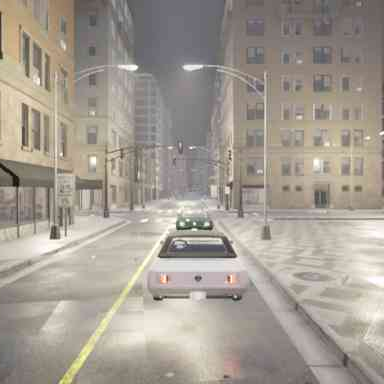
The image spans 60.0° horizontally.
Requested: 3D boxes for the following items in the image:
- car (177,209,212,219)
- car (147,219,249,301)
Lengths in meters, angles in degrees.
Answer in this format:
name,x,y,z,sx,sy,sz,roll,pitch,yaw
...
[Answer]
name,x,y,z,sx,sy,sz,roll,pitch,yaw
car,0.125,1.597,18.514,1.895,1.301,4.718,0,0,0
car,0.111,1.600,8.279,1.895,1.301,4.718,0,0,0
